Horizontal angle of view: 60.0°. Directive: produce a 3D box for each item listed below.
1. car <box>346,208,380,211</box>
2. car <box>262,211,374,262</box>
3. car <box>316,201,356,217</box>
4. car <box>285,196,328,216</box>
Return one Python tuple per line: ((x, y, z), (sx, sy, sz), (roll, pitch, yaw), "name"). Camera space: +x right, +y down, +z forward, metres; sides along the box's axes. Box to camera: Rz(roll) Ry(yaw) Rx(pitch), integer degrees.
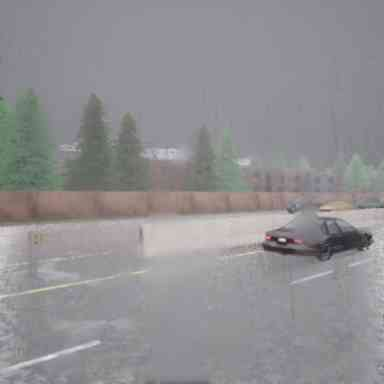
((17.844, 1.473, 32.854), (5.566, 2.045, 2.150), (1, -1, -40), "car")
((4.908, 1.644, 12.598), (5.357, 1.411, 2.033), (0, -1, -40), "car")
((15.310, 1.745, 35.293), (5.008, 1.535, 1.882), (0, -1, -40), "car")
((13.159, 1.509, 38.060), (5.566, 2.045, 2.150), (0, -1, -40), "car")
